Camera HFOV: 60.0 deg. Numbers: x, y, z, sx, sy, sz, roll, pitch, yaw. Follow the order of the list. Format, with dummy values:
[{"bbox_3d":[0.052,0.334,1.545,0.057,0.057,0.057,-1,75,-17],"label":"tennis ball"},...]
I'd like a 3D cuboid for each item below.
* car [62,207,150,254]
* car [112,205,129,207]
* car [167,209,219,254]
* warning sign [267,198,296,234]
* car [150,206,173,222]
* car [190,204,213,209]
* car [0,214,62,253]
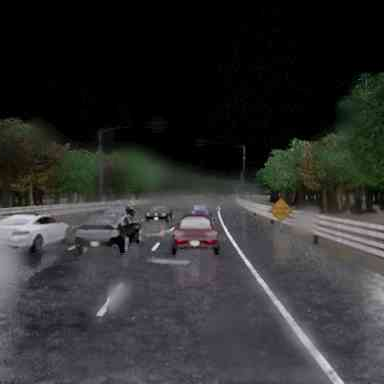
[{"bbox_3d":[-3.330,1.619,14.061,2.128,1.511,4.902,0,0,2],"label":"car"},{"bbox_3d":[-6.207,1.821,29.090,1.994,1.385,4.181,0,0,3],"label":"car"},{"bbox_3d":[0.172,1.653,14.045,1.812,1.442,4.674,0,0,2],"label":"car"},{"bbox_3d":[4.847,1.280,18.147,1.300,1.860,1.060,0,0,2],"label":"warning sign"},{"bbox_3d":[-2.726,1.855,28.711,1.895,1.301,4.718,0,0,3],"label":"car"},{"bbox_3d":[0.789,1.782,28.808,1.812,1.442,4.674,0,0,3],"label":"car"},{"bbox_3d":[-6.824,1.653,14.244,1.812,1.442,4.674,0,0,2],"label":"car"}]
